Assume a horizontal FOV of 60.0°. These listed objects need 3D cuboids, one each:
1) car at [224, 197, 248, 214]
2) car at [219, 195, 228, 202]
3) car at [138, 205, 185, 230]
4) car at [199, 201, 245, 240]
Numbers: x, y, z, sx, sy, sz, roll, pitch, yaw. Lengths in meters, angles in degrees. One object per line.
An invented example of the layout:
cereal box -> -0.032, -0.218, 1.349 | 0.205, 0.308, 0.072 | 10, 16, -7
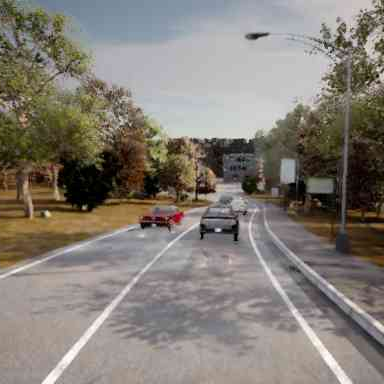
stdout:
car -> 4.851, 1.511, 35.029 | 1.812, 1.442, 4.674 | 1, 0, 12
car -> 5.999, 1.404, 61.802 | 1.837, 1.490, 4.892 | 1, 0, 7
car -> -1.774, 1.527, 20.598 | 1.895, 1.301, 4.718 | 1, 0, 9
car -> 1.493, 1.477, 17.196 | 2.128, 1.511, 4.902 | 1, 0, 8
